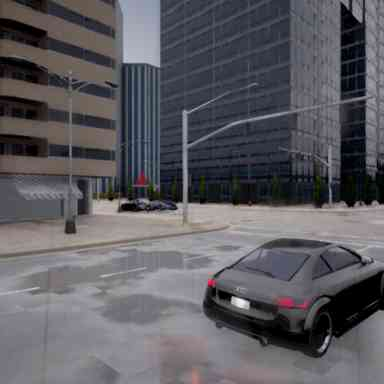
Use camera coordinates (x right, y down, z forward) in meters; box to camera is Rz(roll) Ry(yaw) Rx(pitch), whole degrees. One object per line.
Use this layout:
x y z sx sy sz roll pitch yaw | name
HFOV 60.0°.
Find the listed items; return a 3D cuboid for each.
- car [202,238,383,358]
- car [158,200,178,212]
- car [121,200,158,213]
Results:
2.163 1.563 6.140 4.181 1.385 1.994 0 0 -43 | car
-3.558 1.614 39.501 4.181 1.385 1.994 0 0 44 | car
-6.132 1.614 37.123 4.181 1.385 1.994 0 0 44 | car
